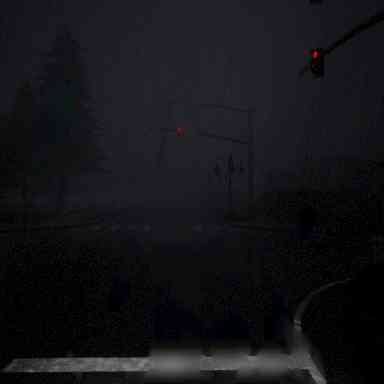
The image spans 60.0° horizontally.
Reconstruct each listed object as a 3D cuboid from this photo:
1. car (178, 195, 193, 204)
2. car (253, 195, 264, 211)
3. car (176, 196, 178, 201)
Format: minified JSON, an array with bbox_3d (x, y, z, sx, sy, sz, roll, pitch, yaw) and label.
[{"bbox_3d":[-0.873,1.518,60.836,2.033,1.411,5.357,0,0,-7],"label":"car"},{"bbox_3d":[8.887,1.144,36.211,4.605,1.855,1.932,0,0,-1],"label":"car"},{"bbox_3d":[-2.161,1.327,71.021,1.812,1.442,4.674,0,0,-13],"label":"car"}]
